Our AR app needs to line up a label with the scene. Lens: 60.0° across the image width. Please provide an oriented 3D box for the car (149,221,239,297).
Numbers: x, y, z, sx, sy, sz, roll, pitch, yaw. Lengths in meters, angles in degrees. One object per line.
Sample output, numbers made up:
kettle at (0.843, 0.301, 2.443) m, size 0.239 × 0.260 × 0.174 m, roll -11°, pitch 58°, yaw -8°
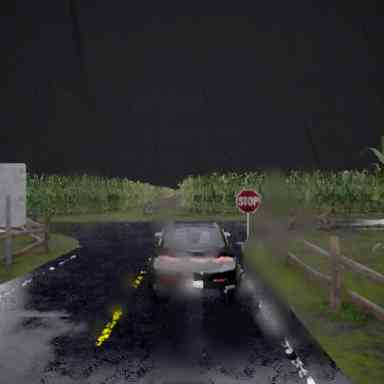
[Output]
car at (0.025, 1.491, 8.555) m, size 2.128 × 1.511 × 4.902 m, roll 0°, pitch 0°, yaw -1°
